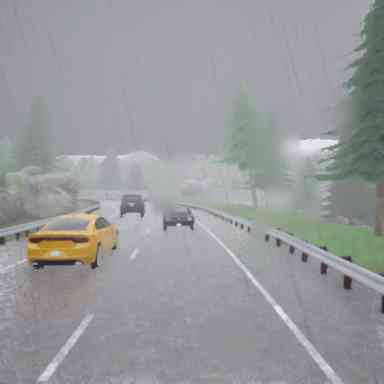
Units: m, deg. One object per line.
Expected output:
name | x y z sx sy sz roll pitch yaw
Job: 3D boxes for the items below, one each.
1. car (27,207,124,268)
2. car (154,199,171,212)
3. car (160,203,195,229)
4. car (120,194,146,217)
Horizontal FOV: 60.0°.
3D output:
car | -3.765 1.484 11.349 1.882 1.535 5.008 0 0 -3
car | -3.435 1.555 39.454 2.033 1.411 5.357 0 0 -12
car | -0.949 1.603 21.498 1.895 1.301 4.718 0 0 -5
car | -5.612 1.232 31.597 2.150 2.045 5.566 0 0 -8
